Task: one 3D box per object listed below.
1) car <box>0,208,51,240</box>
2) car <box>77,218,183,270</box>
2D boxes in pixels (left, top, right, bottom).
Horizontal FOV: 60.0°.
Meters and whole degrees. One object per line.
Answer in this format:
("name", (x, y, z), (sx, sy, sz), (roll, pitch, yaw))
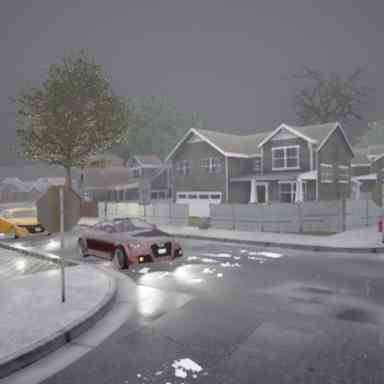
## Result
("car", (-9.526, 1.661, 18.647), (1.882, 1.535, 5.008), (-1, 0, -44))
("car", (-2.216, 1.577, 11.211), (1.994, 1.385, 4.181), (-1, 0, -42))
